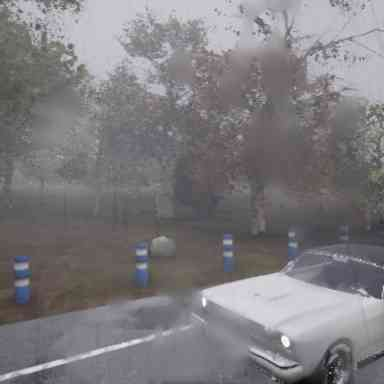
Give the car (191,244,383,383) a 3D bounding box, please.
[{"bbox_3d":[2.360,1.571,5.121,4.718,1.301,1.895,-1,0,-33],"label":"car"}]
